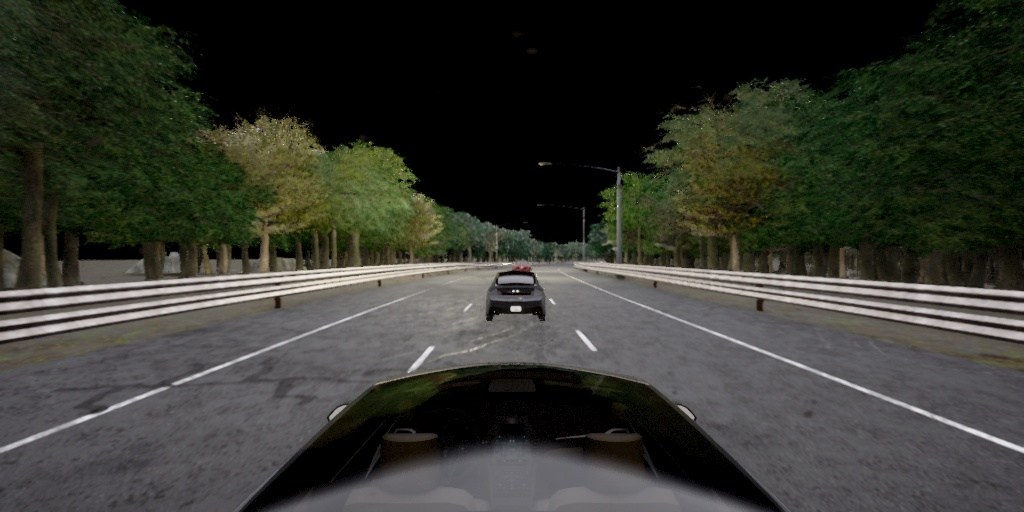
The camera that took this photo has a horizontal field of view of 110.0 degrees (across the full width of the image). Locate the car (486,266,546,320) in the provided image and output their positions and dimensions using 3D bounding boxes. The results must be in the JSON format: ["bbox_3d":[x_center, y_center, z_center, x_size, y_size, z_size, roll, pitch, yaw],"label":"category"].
[{"bbox_3d":[0.134,1.262,12.599,1.837,1.490,4.892,0,0,1],"label":"car"}]

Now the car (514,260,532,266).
[{"bbox_3d":[1.266,1.310,42.410,2.097,1.767,4.553,0,-1,4],"label":"car"}]
